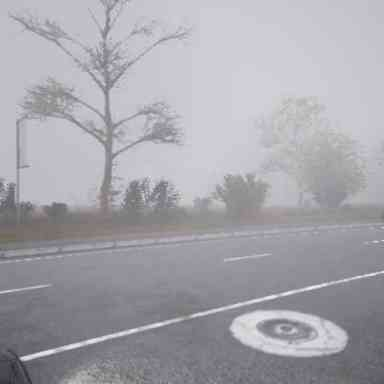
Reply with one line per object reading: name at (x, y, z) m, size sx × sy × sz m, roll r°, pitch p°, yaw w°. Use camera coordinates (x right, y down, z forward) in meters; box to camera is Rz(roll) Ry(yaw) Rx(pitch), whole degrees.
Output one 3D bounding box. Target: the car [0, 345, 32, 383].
car at (-2.900, 1.551, 1.527) m, size 4.181 × 1.385 × 1.994 m, roll 0°, pitch 0°, yaw -36°
